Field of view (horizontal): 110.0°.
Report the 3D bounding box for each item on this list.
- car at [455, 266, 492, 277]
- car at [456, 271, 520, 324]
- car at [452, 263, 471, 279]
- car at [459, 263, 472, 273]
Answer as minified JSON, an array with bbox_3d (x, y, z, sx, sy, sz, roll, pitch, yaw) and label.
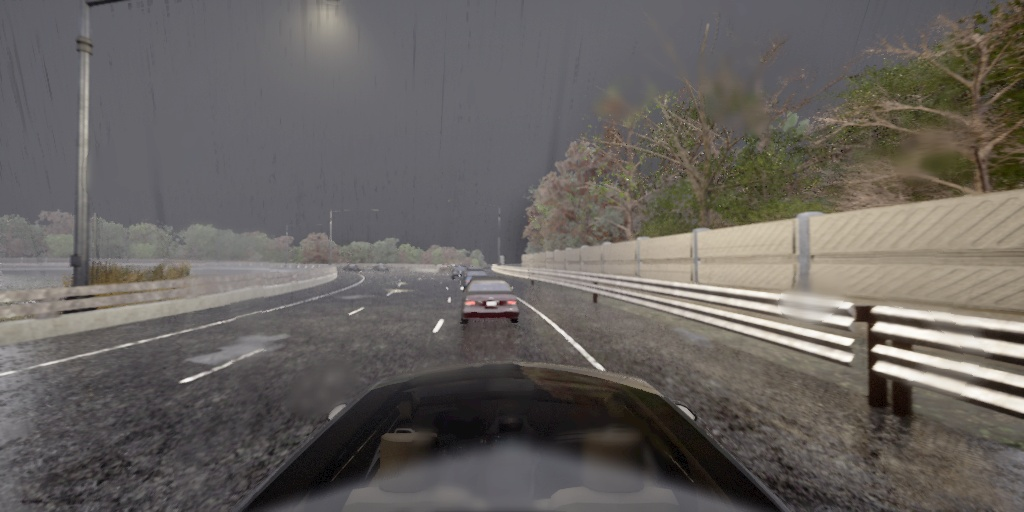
[{"bbox_3d":[-2.512,1.587,23.942,2.033,1.411,5.357,0,-1,-11],"label":"car"},{"bbox_3d":[-0.855,1.441,12.730,2.033,1.411,5.357,0,-1,-6],"label":"car"},{"bbox_3d":[-5.795,1.800,40.117,2.033,1.411,5.357,0,-1,-10],"label":"car"},{"bbox_3d":[-8.043,2.051,62.668,1.837,1.490,4.892,0,-1,-2],"label":"car"}]
